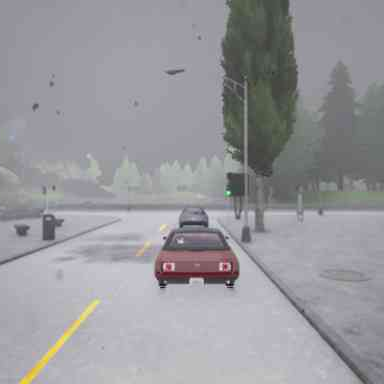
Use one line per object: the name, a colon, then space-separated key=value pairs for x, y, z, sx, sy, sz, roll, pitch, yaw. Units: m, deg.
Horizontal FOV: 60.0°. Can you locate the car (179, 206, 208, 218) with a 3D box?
car: x=0.125 y=1.696 z=23.398 sx=1.994 sy=1.385 sz=4.181 roll=0 pitch=0 yaw=0

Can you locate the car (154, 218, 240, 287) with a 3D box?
car: x=0.109 y=1.655 z=9.419 sx=1.895 sy=1.301 sz=4.718 roll=0 pitch=0 yaw=0
